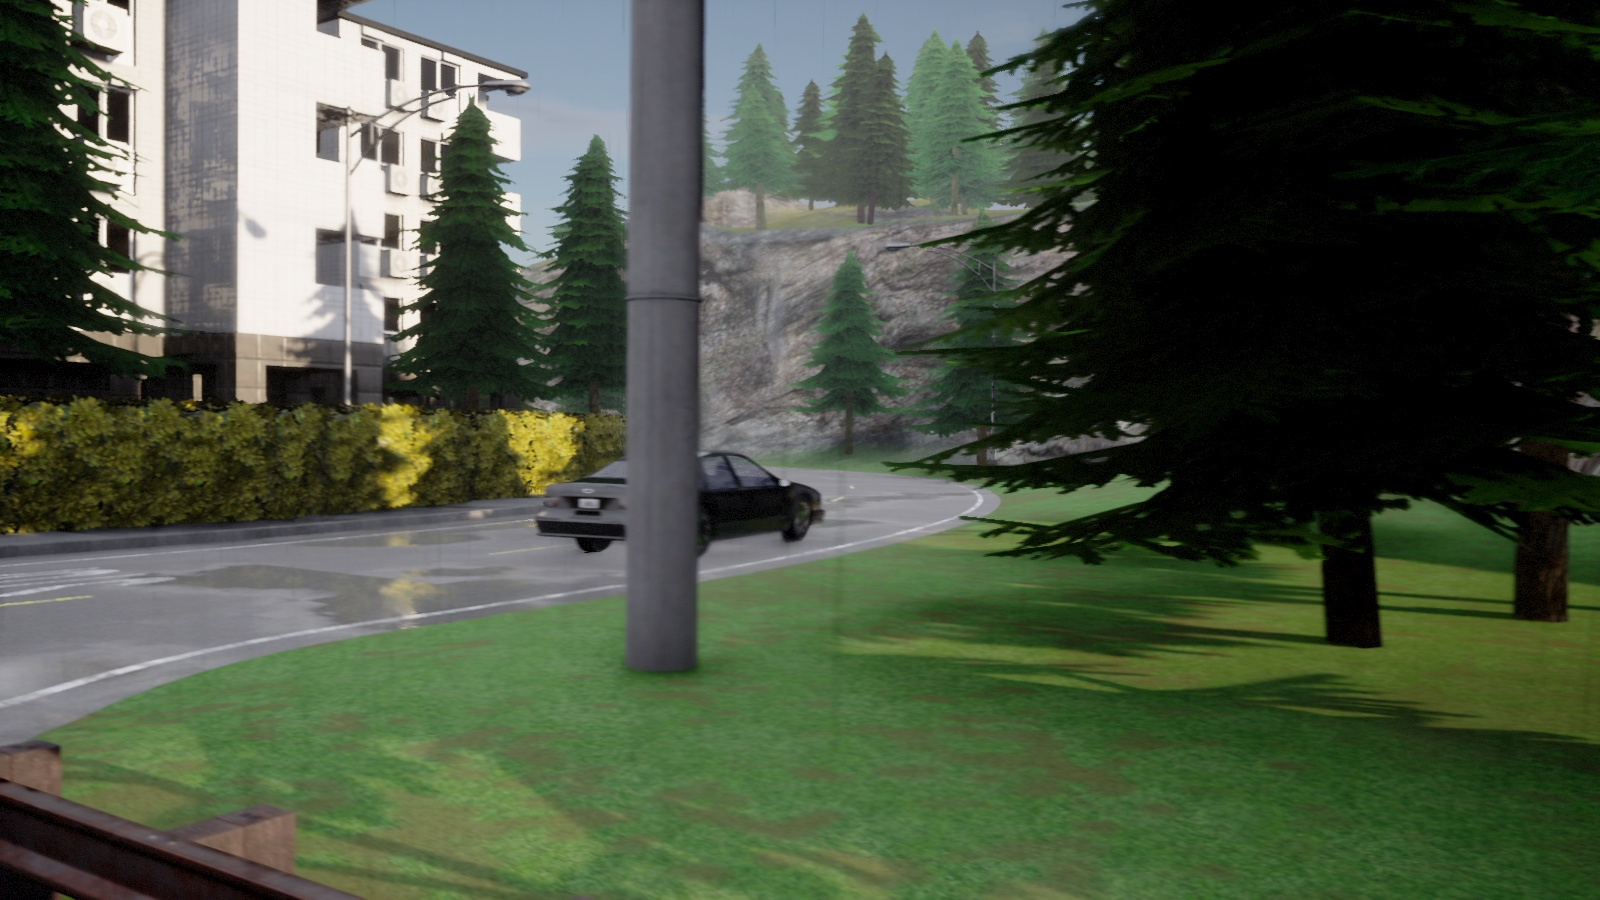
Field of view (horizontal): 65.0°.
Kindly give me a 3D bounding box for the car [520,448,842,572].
[{"bbox_3d":[-1.451,0.718,17.940,2.033,1.411,5.357,0,1,26],"label":"car"}]
